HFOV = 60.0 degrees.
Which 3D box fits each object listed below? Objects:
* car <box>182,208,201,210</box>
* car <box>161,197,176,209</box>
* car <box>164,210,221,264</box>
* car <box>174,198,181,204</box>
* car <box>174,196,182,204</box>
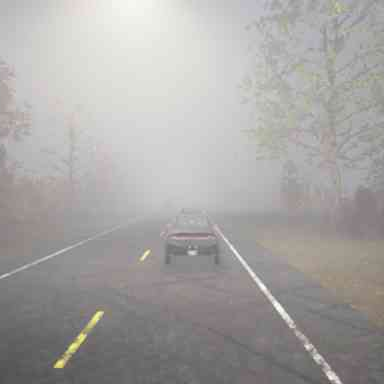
[{"bbox_3d":[-0.037,1.910,26.764,1.895,1.301,4.718,0,-1,0],"label":"car"},{"bbox_3d":[-4.268,2.148,58.116,1.837,1.490,4.892,0,-1,-4],"label":"car"},{"bbox_3d":[0.027,1.636,12.374,2.128,1.511,4.902,0,-1,0],"label":"car"},{"bbox_3d":[-3.975,2.332,91.235,1.882,1.535,5.008,0,-1,0],"label":"car"},{"bbox_3d":[-3.815,1.937,83.976,2.150,2.045,5.566,0,-1,-2],"label":"car"}]
